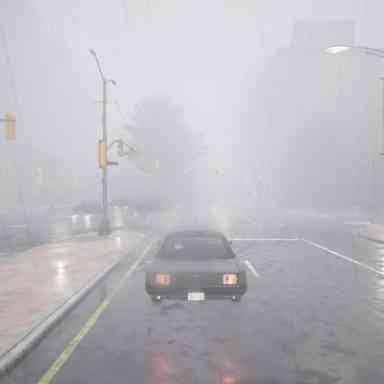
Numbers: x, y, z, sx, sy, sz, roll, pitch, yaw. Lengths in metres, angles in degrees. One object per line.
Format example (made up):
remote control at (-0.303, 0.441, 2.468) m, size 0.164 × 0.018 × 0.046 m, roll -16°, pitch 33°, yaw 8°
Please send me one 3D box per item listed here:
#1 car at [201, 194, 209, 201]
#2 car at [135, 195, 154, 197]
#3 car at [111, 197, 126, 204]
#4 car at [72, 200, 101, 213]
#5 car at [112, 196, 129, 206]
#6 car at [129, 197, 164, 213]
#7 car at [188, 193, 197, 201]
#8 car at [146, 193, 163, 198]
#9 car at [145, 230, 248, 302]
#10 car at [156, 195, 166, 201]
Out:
car at (3.561, 1.519, 86.915) m, size 2.128 × 1.511 × 4.902 m, roll 0°, pitch 0°, yaw 0°
car at (-8.048, 1.564, 55.603) m, size 1.994 × 1.385 × 4.181 m, roll 0°, pitch 0°, yaw 0°
car at (-14.702, 1.595, 66.897) m, size 1.895 × 1.301 × 4.718 m, roll 0°, pitch 0°, yaw 0°
car at (-11.575, 1.600, 36.718) m, size 1.895 × 1.301 × 4.718 m, roll 0°, pitch 0°, yaw 0°
car at (-11.545, 1.505, 55.979) m, size 1.837 × 1.490 × 4.892 m, roll 0°, pitch 0°, yaw 0°
car at (-4.990, 1.600, 37.427) m, size 1.895 × 1.301 × 4.718 m, roll 0°, pitch 0°, yaw -34°
car at (0.061, 1.218, 86.531) m, size 2.150 × 2.045 × 5.566 m, roll 0°, pitch 0°, yaw 0°
car at (-7.950, 1.540, 70.779) m, size 2.033 × 1.411 × 5.357 m, roll 0°, pitch 0°, yaw 0°
car at (0.080, 1.601, 8.233) m, size 1.895 × 1.301 × 4.718 m, roll 0°, pitch 0°, yaw 0°
car at (-7.939, 1.550, 85.649) m, size 1.994 × 1.385 × 4.181 m, roll 0°, pitch 0°, yaw 0°
